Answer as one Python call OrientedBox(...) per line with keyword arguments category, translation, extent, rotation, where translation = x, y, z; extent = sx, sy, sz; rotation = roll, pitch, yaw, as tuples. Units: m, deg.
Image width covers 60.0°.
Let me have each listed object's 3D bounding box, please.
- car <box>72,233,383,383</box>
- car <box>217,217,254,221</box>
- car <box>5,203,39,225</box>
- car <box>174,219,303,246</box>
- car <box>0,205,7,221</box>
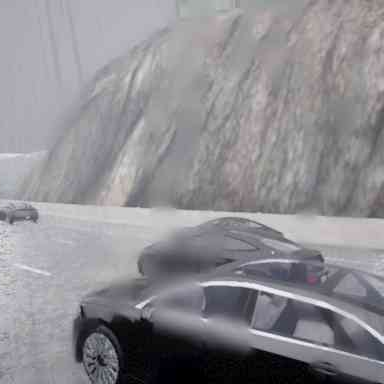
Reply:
OrientedBox(category="car", translation=(0.692, 1.500, 3.598), extent=(4.902, 1.511, 2.128), rotation=(0, 0, 36))
OrientedBox(category="car", translation=(1.200, 1.590, 11.996), extent=(4.181, 1.385, 1.994), rotation=(0, 0, 37))
OrientedBox(category="car", translation=(-12.939, 1.531, 24.373), extent=(4.902, 1.511, 2.128), rotation=(0, 0, 44))
OrientedBox(category="car", translation=(0.757, 1.543, 7.923), extent=(4.674, 1.442, 1.812), rotation=(0, 0, 37))
OrientedBox(category="car", translation=(-13.092, 1.577, 19.608), extent=(5.357, 1.411, 2.033), rotation=(0, 0, 44))
